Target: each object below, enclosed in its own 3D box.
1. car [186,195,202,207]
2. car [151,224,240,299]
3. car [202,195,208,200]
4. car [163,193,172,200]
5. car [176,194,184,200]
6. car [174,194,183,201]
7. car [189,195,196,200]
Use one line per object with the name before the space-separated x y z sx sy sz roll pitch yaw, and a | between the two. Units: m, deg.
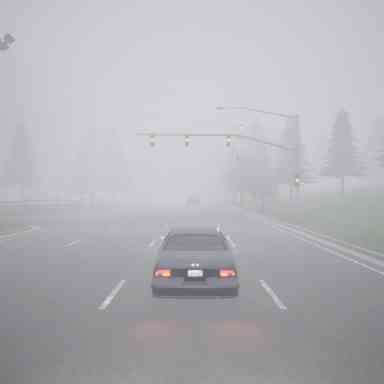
car | 0.073 1.352 52.691 2.097 1.767 4.553 0 0 0
car | 0.078 1.547 8.652 2.033 1.411 5.357 0 0 1
car | 3.635 1.500 94.162 1.837 1.490 4.892 0 0 0
car | -6.865 1.225 94.207 2.150 2.045 5.566 0 0 0
car | -3.365 1.358 93.759 2.128 1.511 4.902 0 0 0
car | -3.380 1.517 83.755 1.812 1.442 4.674 0 0 0
car | 0.135 1.540 94.167 2.033 1.411 5.357 0 0 0
